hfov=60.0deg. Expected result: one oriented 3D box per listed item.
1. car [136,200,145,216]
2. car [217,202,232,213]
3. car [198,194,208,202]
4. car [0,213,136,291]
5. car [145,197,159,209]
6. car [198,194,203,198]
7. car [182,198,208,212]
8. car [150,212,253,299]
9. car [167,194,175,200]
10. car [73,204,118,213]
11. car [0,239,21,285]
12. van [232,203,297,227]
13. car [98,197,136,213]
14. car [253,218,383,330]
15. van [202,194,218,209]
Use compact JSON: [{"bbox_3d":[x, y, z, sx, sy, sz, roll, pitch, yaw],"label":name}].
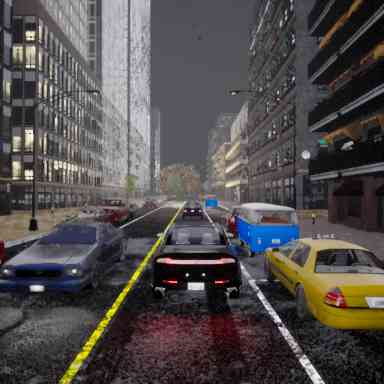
[{"bbox_3d":[-5.708,1.575,29.457,1.947,1.339,4.313,1,0,0],"label":"car"},{"bbox_3d":[2.685,1.446,18.158,1.967,1.590,4.097,1,0,0],"label":"car"},{"bbox_3d":[2.625,1.343,80.389,2.192,1.841,5.009,1,0,0],"label":"car"},{"bbox_3d":[-3.111,1.550,9.342,2.033,1.411,5.357,0,0,0],"label":"car"},{"bbox_3d":[-5.723,1.455,46.430,1.967,1.590,4.097,1,0,0],"label":"car"},{"bbox_3d":[2.633,1.574,69.073,2.008,1.369,4.403,1,0,0],"label":"car"},{"bbox_3d":[0.067,1.557,28.956,2.033,1.411,5.357,0,0,0],"label":"car"},{"bbox_3d":[0.087,1.494,8.440,2.128,1.511,4.902,0,0,0],"label":"car"},{"bbox_3d":[-5.773,1.347,91.688,2.192,1.841,5.009,1,0,0],"label":"car"},{"bbox_3d":[-5.697,1.556,18.143,2.008,1.369,4.403,1,0,0],"label":"car"},{"bbox_3d":[-5.685,1.547,6.829,1.887,1.381,4.507,1,0,0],"label":"car"},{"bbox_3d":[2.692,1.345,12.501,1.690,1.788,3.998,1,0,0],"label":"van"},{"bbox_3d":[-5.699,1.322,23.800,2.192,1.841,5.009,1,0,0],"label":"car"},{"bbox_3d":[2.695,1.527,7.014,1.752,1.417,4.829,1,0,0],"label":"car"},{"bbox_3d":[2.659,1.356,46.445,1.690,1.788,3.998,1,0,0],"label":"van"}]
